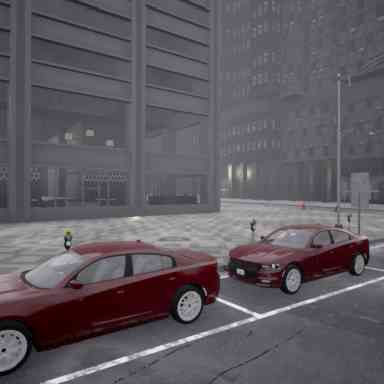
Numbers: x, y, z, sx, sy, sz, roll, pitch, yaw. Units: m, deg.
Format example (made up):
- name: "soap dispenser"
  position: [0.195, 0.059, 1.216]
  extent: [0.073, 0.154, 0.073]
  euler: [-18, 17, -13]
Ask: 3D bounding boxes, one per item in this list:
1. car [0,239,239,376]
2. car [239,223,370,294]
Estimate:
- name: "car"
  position: [-1.573, 1.545, 5.548]
  extent: [4.507, 1.381, 1.887]
  euler: [0, 0, -36]
- name: "car"
  position: [2.914, 1.545, 8.772]
  extent: [4.507, 1.381, 1.887]
  euler: [0, 0, -36]
